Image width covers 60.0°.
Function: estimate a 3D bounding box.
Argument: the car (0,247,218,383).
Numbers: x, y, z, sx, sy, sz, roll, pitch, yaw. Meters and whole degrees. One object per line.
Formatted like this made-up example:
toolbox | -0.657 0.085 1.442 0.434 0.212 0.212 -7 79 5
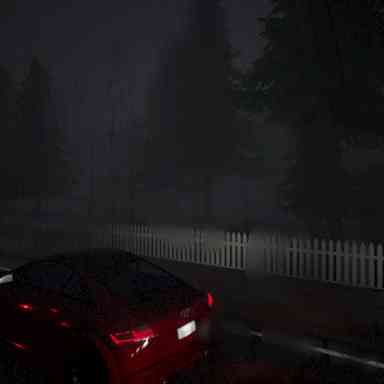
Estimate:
car | -1.709 1.563 4.996 4.181 1.385 1.994 0 0 35
